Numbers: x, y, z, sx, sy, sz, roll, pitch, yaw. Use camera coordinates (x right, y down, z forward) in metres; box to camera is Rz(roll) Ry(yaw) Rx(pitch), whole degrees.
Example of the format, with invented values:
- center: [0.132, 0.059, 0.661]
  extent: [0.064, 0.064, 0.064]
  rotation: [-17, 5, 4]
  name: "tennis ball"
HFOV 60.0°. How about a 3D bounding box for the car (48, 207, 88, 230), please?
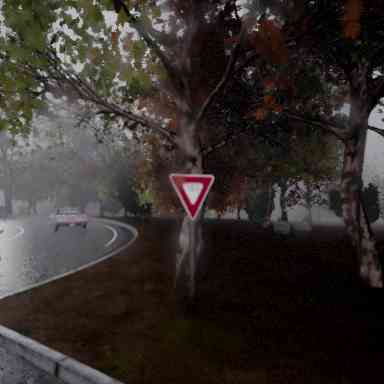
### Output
- center: [-8.225, 1.650, 21.816]
  extent: [1.895, 1.301, 4.718]
  rotation: [0, 0, -28]
  name: "car"
